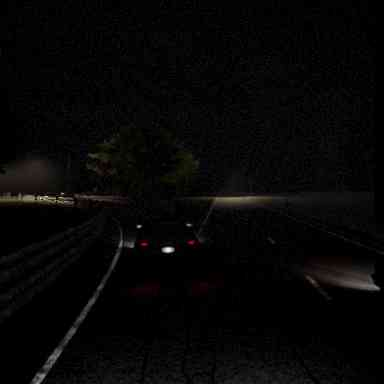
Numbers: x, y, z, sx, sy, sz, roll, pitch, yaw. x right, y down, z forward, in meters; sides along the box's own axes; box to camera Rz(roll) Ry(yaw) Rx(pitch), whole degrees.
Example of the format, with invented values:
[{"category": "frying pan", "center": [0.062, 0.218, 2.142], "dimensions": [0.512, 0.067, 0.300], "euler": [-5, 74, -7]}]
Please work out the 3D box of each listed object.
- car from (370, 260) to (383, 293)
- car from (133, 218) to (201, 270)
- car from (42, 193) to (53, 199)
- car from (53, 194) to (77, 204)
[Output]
[{"category": "car", "center": [4.507, 1.521, 4.586], "dimensions": [2.033, 1.411, 5.357], "euler": [0, 0, 5]}, {"category": "car", "center": [-0.901, 1.558, 11.105], "dimensions": [1.994, 1.385, 4.181], "euler": [-1, 0, -7]}, {"category": "car", "center": [-27.816, 0.944, 64.765], "dimensions": [2.128, 1.511, 4.902], "euler": [-1, 1, -34]}, {"category": "car", "center": [-21.373, 1.037, 56.761], "dimensions": [2.097, 1.767, 4.553], "euler": [-1, 1, -41]}]
